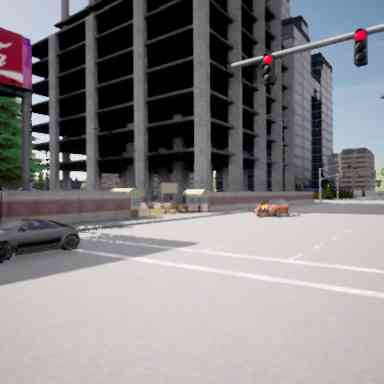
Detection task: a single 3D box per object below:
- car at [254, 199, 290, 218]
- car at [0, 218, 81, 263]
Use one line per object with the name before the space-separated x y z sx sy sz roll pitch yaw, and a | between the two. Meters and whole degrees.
car | 7.866 1.496 32.554 2.097 1.767 4.553 -1 -1 36
car | -6.425 1.715 12.747 1.994 1.385 4.181 -1 0 36
